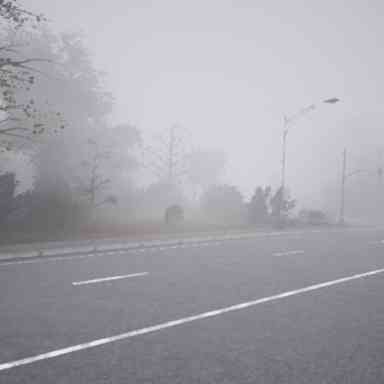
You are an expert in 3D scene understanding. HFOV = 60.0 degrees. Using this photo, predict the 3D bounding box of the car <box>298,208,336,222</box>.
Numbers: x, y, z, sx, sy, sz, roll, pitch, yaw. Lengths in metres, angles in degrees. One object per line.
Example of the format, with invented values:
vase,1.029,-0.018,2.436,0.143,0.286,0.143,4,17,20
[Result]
car,15.034,2.768,40.143,1.837,1.490,4.892,4,1,-25
